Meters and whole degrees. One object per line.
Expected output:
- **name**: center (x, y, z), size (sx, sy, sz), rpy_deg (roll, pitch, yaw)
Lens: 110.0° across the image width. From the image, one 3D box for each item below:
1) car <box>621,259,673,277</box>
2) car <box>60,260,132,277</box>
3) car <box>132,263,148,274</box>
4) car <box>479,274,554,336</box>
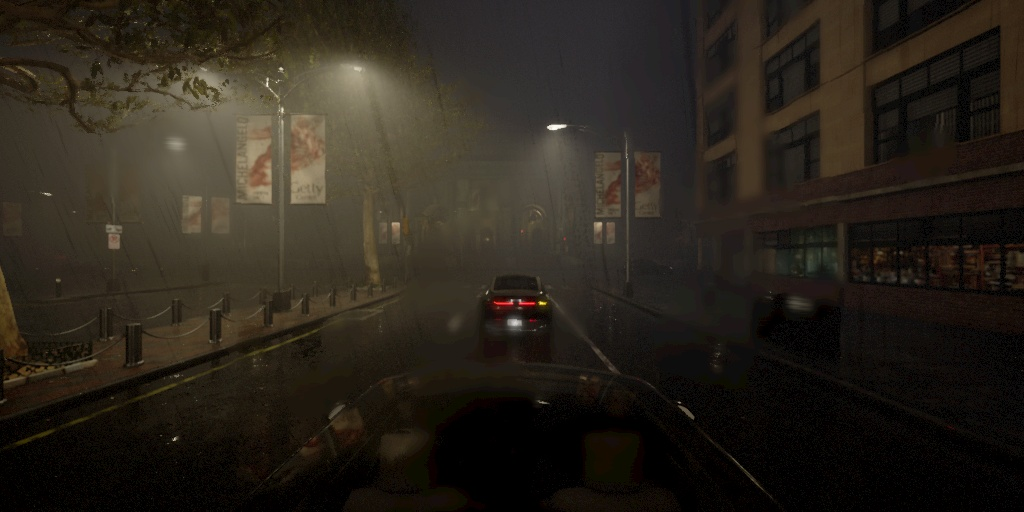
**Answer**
- **car**: center (12.921, 1.075, 34.296), size (4.553, 1.767, 2.097), rpy_deg (0, 0, -1)
- **car**: center (-40.878, 1.215, 34.939), size (4.902, 1.511, 2.128), rpy_deg (0, 0, 1)
- **car**: center (-42.064, 1.225, 38.460), size (4.892, 1.490, 1.837), rpy_deg (0, 0, 1)
- **car**: center (0.124, 1.248, 10.384), size (1.837, 1.490, 4.892), rpy_deg (0, 0, 1)
